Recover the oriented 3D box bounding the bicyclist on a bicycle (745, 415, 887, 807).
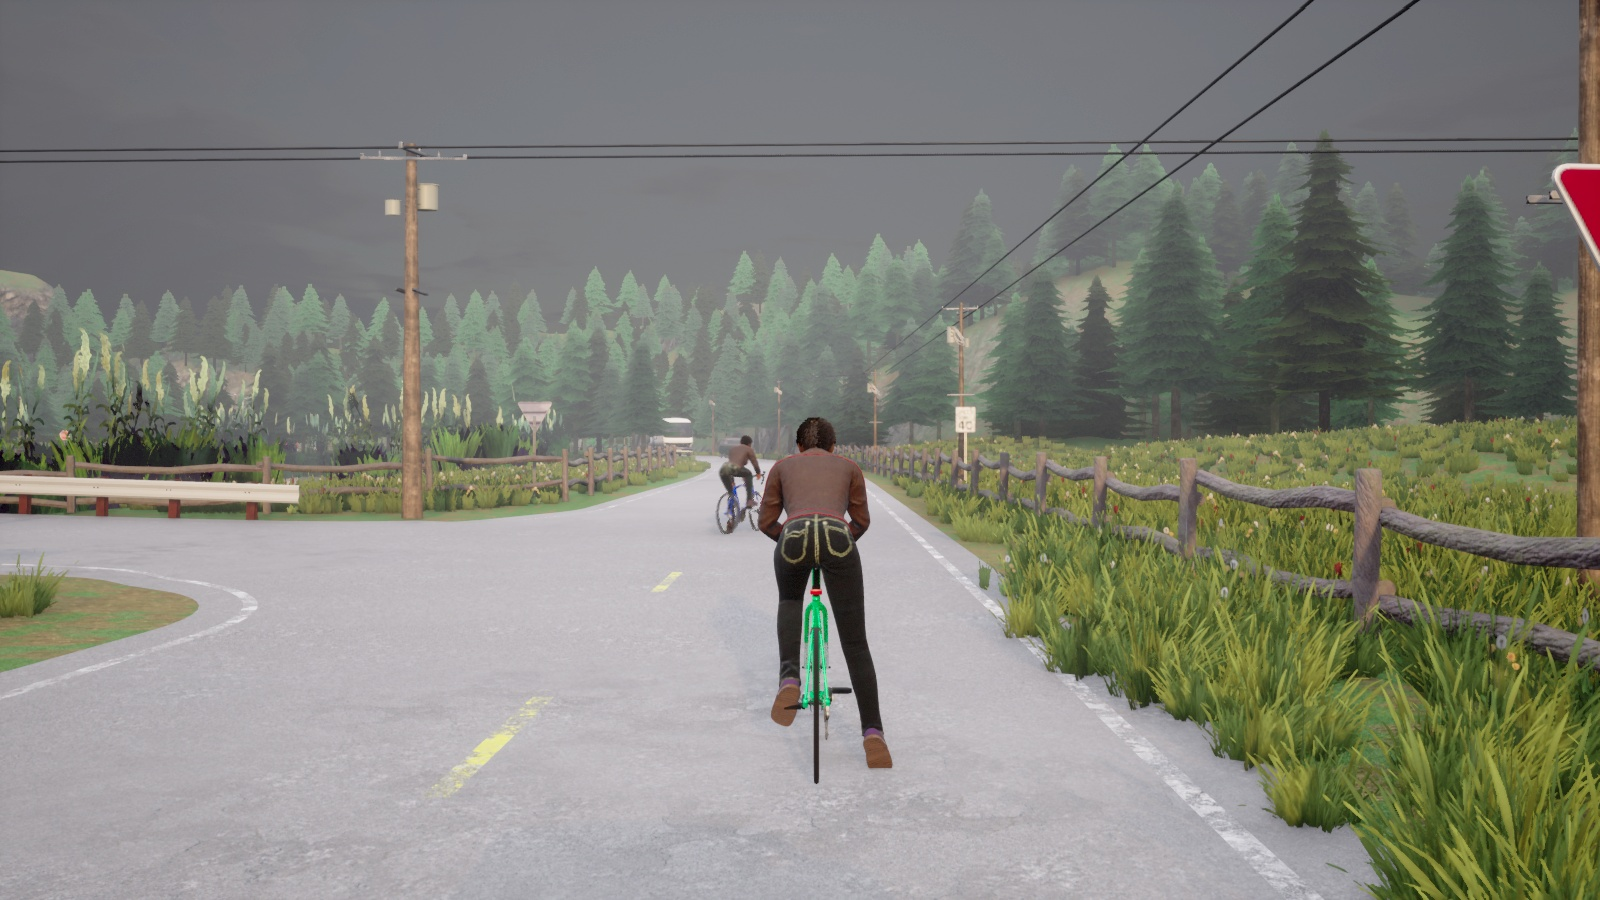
[{"bbox_3d":[0.076,0.665,6.017,0.582,1.620,1.656,0,0,1],"label":"bicyclist on a bicycle"}]

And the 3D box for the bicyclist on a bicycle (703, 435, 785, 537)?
[{"bbox_3d":[-0.907,0.581,20.858,0.582,1.620,1.656,-2,-1,27],"label":"bicyclist on a bicycle"}]
